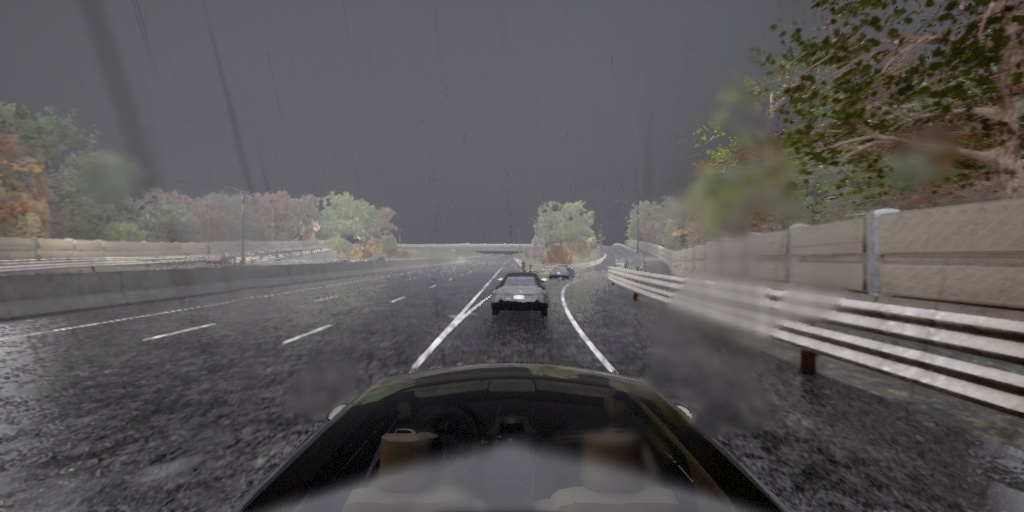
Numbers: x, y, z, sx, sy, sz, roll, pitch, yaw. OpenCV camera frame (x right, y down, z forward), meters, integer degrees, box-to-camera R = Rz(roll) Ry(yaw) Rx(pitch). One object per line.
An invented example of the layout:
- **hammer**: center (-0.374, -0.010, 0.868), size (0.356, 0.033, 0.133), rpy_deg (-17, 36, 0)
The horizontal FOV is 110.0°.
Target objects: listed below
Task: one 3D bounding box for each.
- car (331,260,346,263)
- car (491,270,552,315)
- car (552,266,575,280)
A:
- **car**: center (-28.034, 1.341, 57.962), size (1.994, 1.385, 4.181), rpy_deg (0, 0, 1)
- **car**: center (0.400, 1.321, 13.772), size (1.994, 1.385, 4.181), rpy_deg (0, 0, 5)
- **car**: center (5.085, 1.646, 35.872), size (1.994, 1.385, 4.181), rpy_deg (0, -1, 19)
